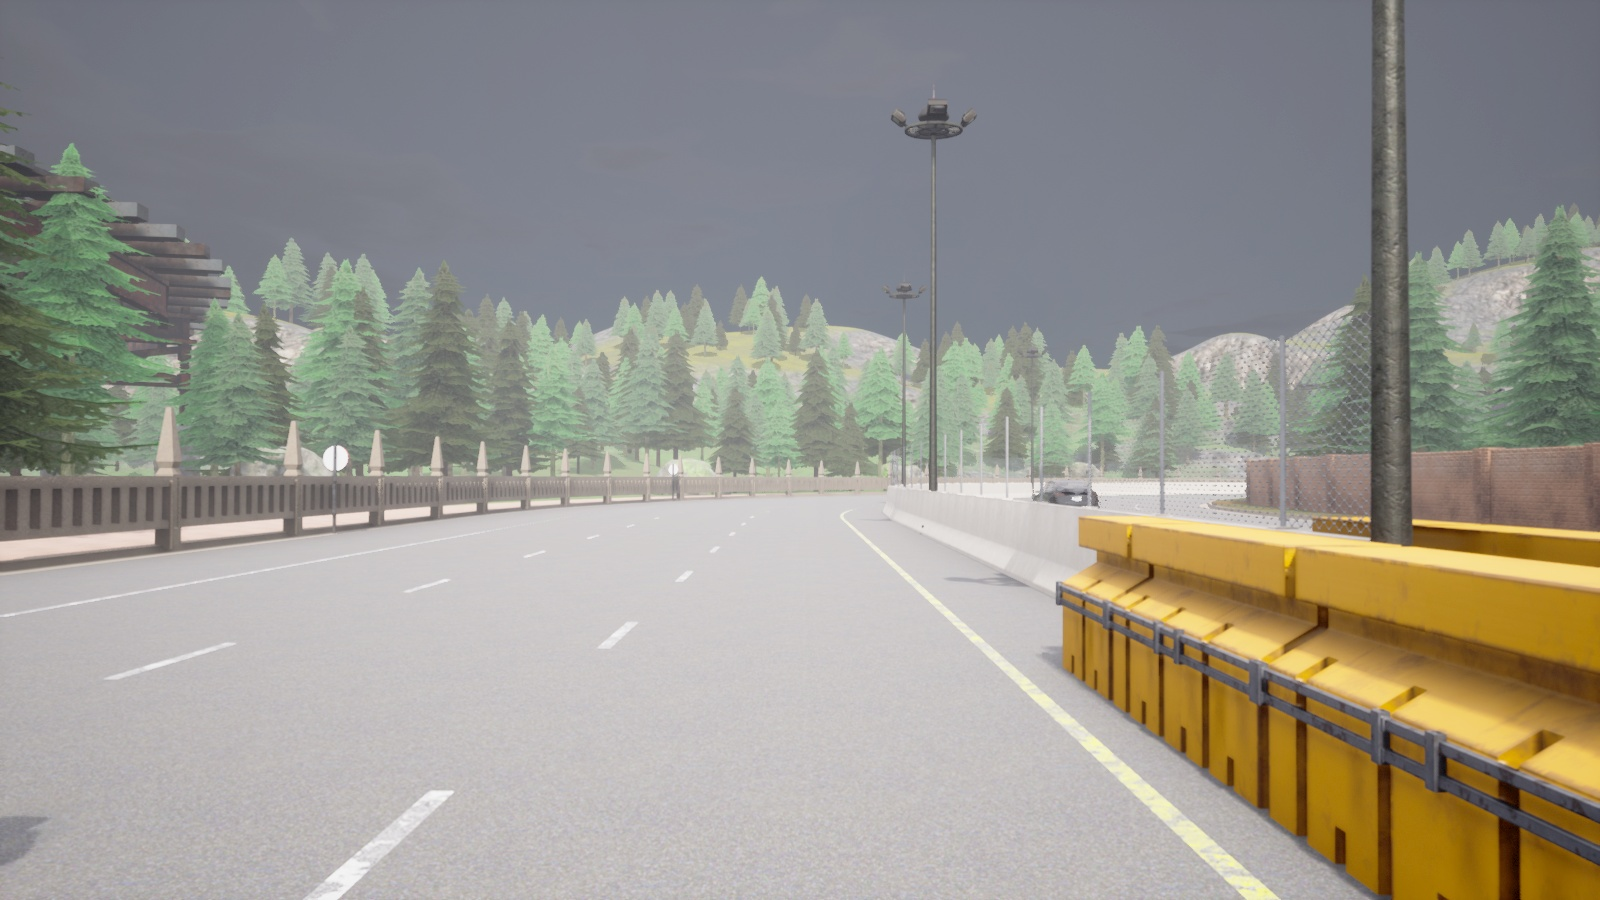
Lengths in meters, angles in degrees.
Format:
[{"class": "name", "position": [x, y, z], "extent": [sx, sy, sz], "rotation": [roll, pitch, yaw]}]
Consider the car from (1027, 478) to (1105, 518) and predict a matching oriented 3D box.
[{"class": "car", "position": [10.441, 1.840, 49.591], "extent": [2.163, 1.488, 4.792], "rotation": [0, -1, 1]}]

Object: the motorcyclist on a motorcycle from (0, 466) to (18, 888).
[{"class": "motorcyclist on a motorcycle", "position": [-3.510, 0.869, 3.840], "extent": [0.766, 1.649, 2.350], "rotation": [0, -1, 0]}]
